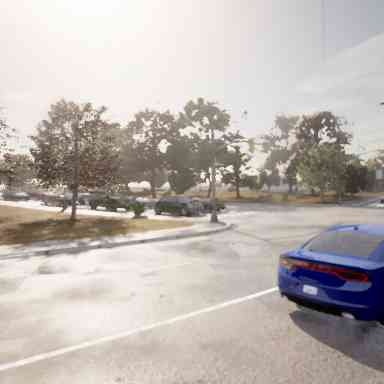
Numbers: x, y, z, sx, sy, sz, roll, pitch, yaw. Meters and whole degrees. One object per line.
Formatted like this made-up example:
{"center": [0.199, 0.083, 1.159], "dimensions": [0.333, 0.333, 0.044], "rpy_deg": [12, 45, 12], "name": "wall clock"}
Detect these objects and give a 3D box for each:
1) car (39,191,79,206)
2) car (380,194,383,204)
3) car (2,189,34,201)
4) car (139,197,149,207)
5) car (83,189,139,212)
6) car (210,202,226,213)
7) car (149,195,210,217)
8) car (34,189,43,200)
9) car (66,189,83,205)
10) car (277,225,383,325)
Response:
{"center": [-16.435, 0.985, 40.883], "dimensions": [4.718, 1.301, 1.895], "rpy_deg": [3, 3, 38], "name": "car"}
{"center": [23.188, 0.605, 38.646], "dimensions": [1.812, 1.442, 4.674], "rpy_deg": [-1, 1, 37], "name": "car"}
{"center": [-25.398, 0.473, 47.971], "dimensions": [5.357, 1.411, 2.033], "rpy_deg": [3, 3, 39], "name": "car"}
{"center": [-6.257, 1.162, 37.333], "dimensions": [4.718, 1.301, 1.895], "rpy_deg": [1, 2, 38], "name": "car"}
{"center": [-8.547, 0.871, 34.672], "dimensions": [5.566, 2.045, 2.150], "rpy_deg": [1, 2, 38], "name": "car"}
{"center": [0.898, 1.256, 31.723], "dimensions": [4.718, 1.301, 1.895], "rpy_deg": [0, 2, 38], "name": "car"}
{"center": [-1.118, 1.100, 28.840], "dimensions": [4.553, 1.767, 2.097], "rpy_deg": [0, 2, 38], "name": "car"}
{"center": [-23.463, 0.299, 50.904], "dimensions": [5.008, 1.535, 1.882], "rpy_deg": [3, 4, 40], "name": "car"}
{"center": [-14.600, 0.498, 43.876], "dimensions": [5.566, 2.045, 2.150], "rpy_deg": [3, 3, 38], "name": "car"}
{"center": [3.877, 1.436, 7.066], "dimensions": [5.008, 1.535, 1.882], "rpy_deg": [-1, 1, -39], "name": "car"}
